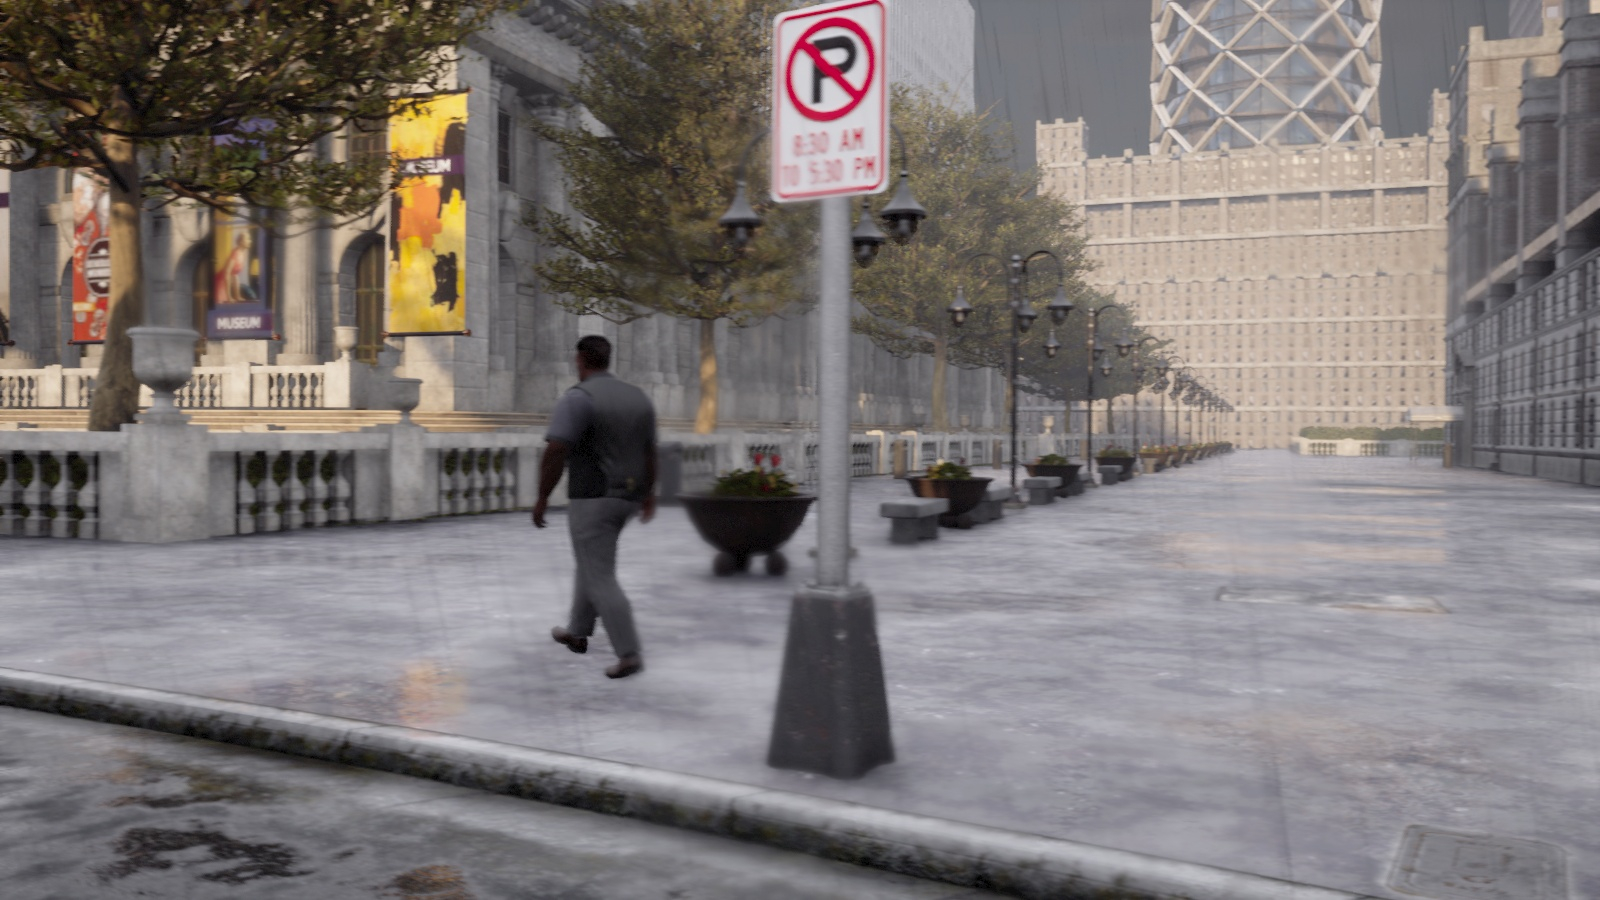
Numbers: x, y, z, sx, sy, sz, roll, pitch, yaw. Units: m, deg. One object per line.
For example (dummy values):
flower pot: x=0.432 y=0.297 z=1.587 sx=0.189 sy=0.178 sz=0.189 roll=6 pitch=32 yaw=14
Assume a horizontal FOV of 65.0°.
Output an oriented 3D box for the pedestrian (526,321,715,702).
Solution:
pedestrian: x=-0.964 y=0.300 z=6.705 sx=0.849 sy=1.883 sz=0.563 roll=0 pitch=1 yaw=42
